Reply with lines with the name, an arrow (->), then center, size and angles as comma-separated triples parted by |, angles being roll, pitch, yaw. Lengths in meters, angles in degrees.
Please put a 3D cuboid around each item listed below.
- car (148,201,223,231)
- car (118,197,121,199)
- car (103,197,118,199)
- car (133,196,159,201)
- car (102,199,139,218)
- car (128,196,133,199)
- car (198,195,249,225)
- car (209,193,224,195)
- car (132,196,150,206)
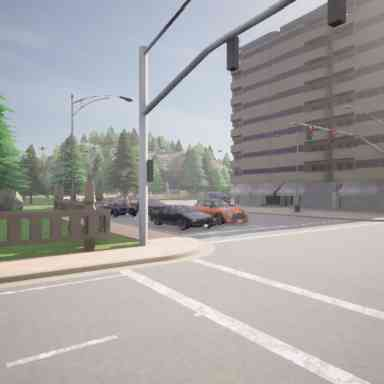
car -> -0.719, 1.492, 20.544 | 2.033, 1.411, 5.357 | 0, 0, -34
car -> -11.749, 1.492, 50.838 | 2.033, 1.411, 5.357 | 0, 0, 0
car -> -10.246, 1.437, 39.447 | 2.128, 1.511, 4.902 | 0, 0, -14
car -> -3.939, 1.422, 32.601 | 1.882, 1.535, 5.008 | 0, 0, -26
car -> -6.425, 1.545, 29.816 | 1.895, 1.301, 4.718 | 0, 0, -28
car -> -7.566, 1.296, 43.478 | 2.097, 1.767, 4.553 | 0, 0, -9
car -> 1.827, 1.296, 23.120 | 2.097, 1.767, 4.553 | 0, 0, -34
car -> 5.737, 1.170, 71.222 | 2.150, 2.045, 5.566 | 0, 0, 40
car -> -8.149, 1.449, 53.621 | 1.837, 1.490, 4.892 | 0, 0, 5
